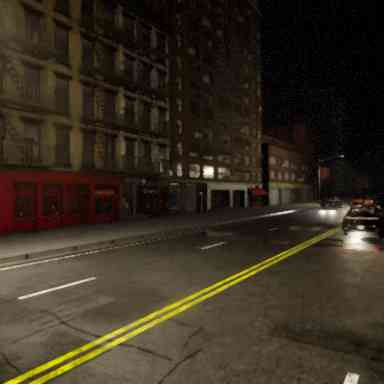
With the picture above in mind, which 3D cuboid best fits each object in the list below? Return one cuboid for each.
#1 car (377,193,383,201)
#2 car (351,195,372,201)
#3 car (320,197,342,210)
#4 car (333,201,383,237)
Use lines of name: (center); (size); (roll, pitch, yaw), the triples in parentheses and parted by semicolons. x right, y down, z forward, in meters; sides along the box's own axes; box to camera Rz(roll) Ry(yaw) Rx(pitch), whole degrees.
car: (19.853, 1.081, 33.260); (2.150, 2.045, 5.566); (-1, 0, 34)
car: (20.704, 1.221, 40.616); (2.097, 1.767, 4.553); (-1, 0, 35)
car: (17.401, 1.404, 41.542); (2.128, 1.511, 4.902); (-1, 0, 34)
car: (9.244, 1.432, 17.558); (2.128, 1.511, 4.902); (-1, 0, 34)
